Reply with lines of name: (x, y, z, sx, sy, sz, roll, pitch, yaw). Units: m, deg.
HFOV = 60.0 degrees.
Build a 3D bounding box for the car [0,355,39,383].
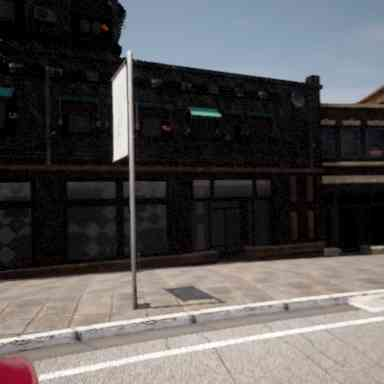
car: (-3.037, 1.573, 1.266, 4.674, 1.442, 1.812, 0, -2, -26)
